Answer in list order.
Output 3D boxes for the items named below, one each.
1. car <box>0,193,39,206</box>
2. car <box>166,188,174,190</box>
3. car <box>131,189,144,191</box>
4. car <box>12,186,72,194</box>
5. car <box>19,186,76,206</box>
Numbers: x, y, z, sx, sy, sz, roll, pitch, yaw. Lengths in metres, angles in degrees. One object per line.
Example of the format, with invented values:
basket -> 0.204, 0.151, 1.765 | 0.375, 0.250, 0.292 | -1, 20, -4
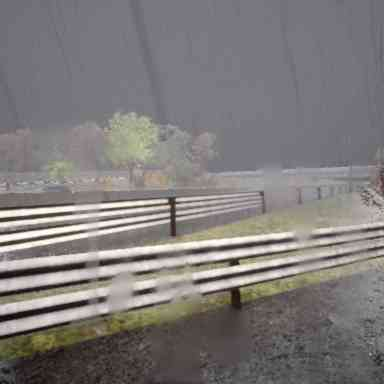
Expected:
car -> -19.974, 0.794, 37.346 | 1.895, 1.301, 4.718 | 0, 1, 30
car -> -3.330, 0.215, 51.883 | 1.837, 1.490, 4.892 | 0, 1, 30
car -> -9.283, 0.230, 55.569 | 2.128, 1.511, 4.902 | 0, 1, 30
car -> -14.625, 0.539, 32.617 | 2.097, 1.767, 4.553 | 0, 1, 30
car -> -16.021, 0.355, 37.185 | 2.150, 2.045, 5.566 | 0, 1, 30
